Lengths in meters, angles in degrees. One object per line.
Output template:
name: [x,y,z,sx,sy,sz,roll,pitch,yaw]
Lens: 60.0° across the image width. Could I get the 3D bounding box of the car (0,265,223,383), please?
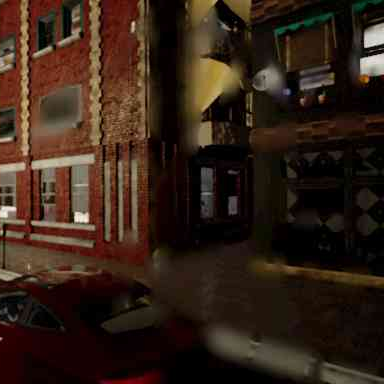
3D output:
car: [-1.637,1.575,4.019,4.206,1.307,1.802,0,-1,36]
